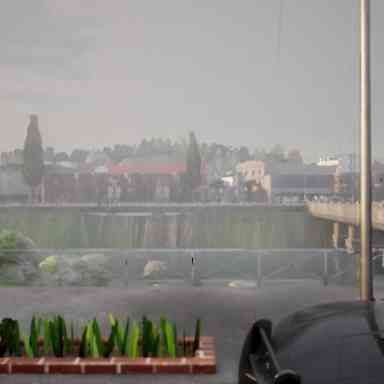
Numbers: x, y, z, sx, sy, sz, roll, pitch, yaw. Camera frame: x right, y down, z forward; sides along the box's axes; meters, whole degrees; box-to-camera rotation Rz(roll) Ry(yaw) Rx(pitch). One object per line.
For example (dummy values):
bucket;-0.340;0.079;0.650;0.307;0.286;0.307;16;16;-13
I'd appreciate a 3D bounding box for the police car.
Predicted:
police car;3.053;1.370;2.712;5.238;1.638;1.930;0;4;0
